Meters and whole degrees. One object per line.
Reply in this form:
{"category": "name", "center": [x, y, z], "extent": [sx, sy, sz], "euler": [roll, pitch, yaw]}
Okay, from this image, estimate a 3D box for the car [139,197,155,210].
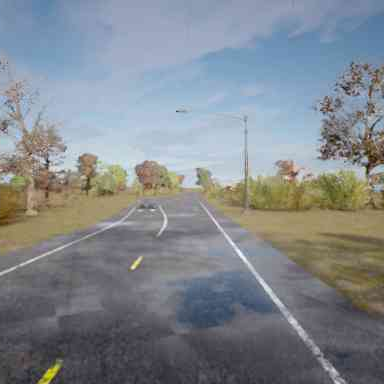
{"category": "car", "center": [-5.833, 1.467, 43.416], "extent": [1.837, 1.490, 4.892], "euler": [0, 0, -6]}
